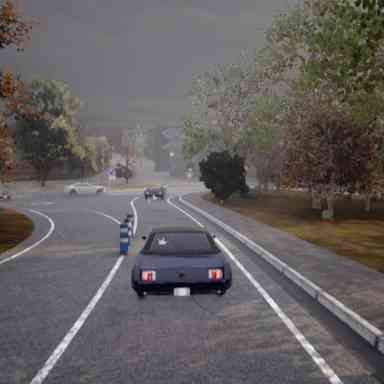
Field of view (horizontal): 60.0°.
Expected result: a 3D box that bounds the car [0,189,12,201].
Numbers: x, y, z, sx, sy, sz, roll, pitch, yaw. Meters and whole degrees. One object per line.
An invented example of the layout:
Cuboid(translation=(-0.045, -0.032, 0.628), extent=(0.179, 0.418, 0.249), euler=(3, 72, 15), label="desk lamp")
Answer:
Cuboid(translation=(-19.393, 0.111, 31.576), extent=(4.674, 1.442, 1.812), euler=(2, 5, 21), label="car")

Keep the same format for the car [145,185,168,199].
Cuboid(translation=(-3.668, -0.047, 34.605), extent=(1.895, 1.301, 4.718), euler=(0, 5, 1), label="car")

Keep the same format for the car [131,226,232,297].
Cuboid(translation=(-0.315, 1.489, 8.311), extent=(1.895, 1.301, 4.718), euler=(0, 1, -3), label="car")

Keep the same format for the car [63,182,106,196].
Cuboid(translation=(-12.094, -0.363, 37.513), extent=(4.674, 1.442, 1.812), euler=(-2, 5, -21), label="car")
